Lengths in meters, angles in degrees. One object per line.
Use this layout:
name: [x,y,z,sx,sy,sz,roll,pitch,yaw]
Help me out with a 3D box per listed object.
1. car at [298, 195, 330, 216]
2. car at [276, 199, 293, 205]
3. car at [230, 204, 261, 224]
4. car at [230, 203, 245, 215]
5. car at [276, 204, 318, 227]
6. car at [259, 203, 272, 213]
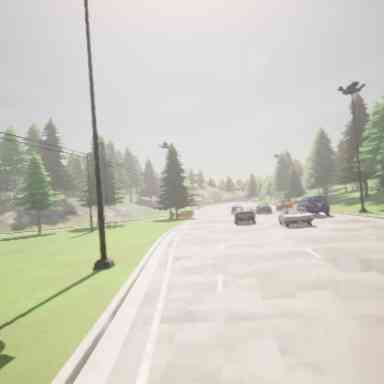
car: [12.163,1.392,33.562,2.150,2.045,5.566,-5,-2,6]
car: [13.937,1.913,50.153,2.097,1.767,4.553,-5,-2,6]
car: [4.974,2.177,31.694,2.128,1.511,4.902,-5,-2,6]
car: [7.240,2.679,53.043,2.128,1.511,4.902,-5,-2,6]
car: [7.807,1.859,25.461,1.895,1.301,4.718,-5,-2,6]
car: [10.118,2.317,47.112,2.033,1.411,5.357,-5,-2,6]
